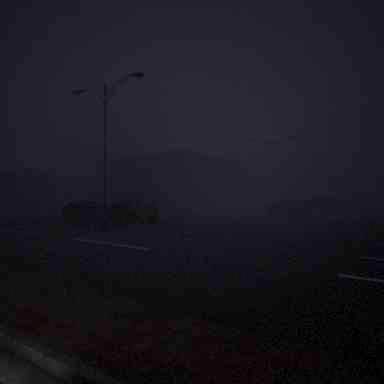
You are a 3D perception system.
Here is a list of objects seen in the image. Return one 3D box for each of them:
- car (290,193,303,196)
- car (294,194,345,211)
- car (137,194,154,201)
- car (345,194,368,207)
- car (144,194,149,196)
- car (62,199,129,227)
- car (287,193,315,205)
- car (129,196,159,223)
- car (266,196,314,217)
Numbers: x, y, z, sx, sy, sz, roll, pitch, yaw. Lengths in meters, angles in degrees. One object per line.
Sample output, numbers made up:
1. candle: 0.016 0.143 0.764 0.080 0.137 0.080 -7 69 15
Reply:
1. car: 15.346 1.364 52.003 3.806 1.475 1.970 0 0 36
2. car: 14.313 1.300 37.391 4.514 1.523 2.007 0 0 36
3. car: -11.387 1.323 81.630 1.905 1.878 3.866 0 0 36
4. car: 22.222 1.099 47.041 4.605 1.855 1.932 0 0 36
5. car: -9.364 1.489 74.790 2.242 1.667 4.611 0 0 36
6. car: -6.586 1.343 21.715 4.514 1.523 2.007 0 0 36
7. car: 17.797 1.080 54.330 3.866 1.878 1.905 0 0 36
8. car: -4.782 1.334 24.282 5.027 1.636 2.152 0 0 36
9. car: 8.396 1.321 29.339 3.633 1.501 1.845 0 0 36
